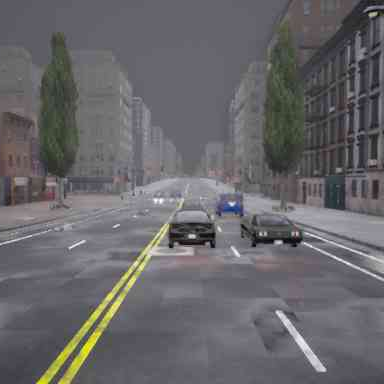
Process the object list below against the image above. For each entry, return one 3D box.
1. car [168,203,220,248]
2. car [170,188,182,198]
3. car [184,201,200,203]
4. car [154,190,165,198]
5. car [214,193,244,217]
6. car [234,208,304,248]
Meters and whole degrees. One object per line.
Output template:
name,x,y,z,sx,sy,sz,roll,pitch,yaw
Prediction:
car,0.000,1.463,14.659,1.882,1.535,5.008,0,0,0
car,-3.249,0.224,66.561,2.150,2.045,5.566,0,2,0
car,0.001,1.461,29.689,1.895,1.301,4.718,0,1,0
car,-6.499,0.417,66.598,2.128,1.511,4.902,0,2,0
car,3.251,1.102,29.682,2.150,2.045,5.566,0,1,0
car,3.250,1.594,14.689,1.895,1.301,4.718,0,0,0
